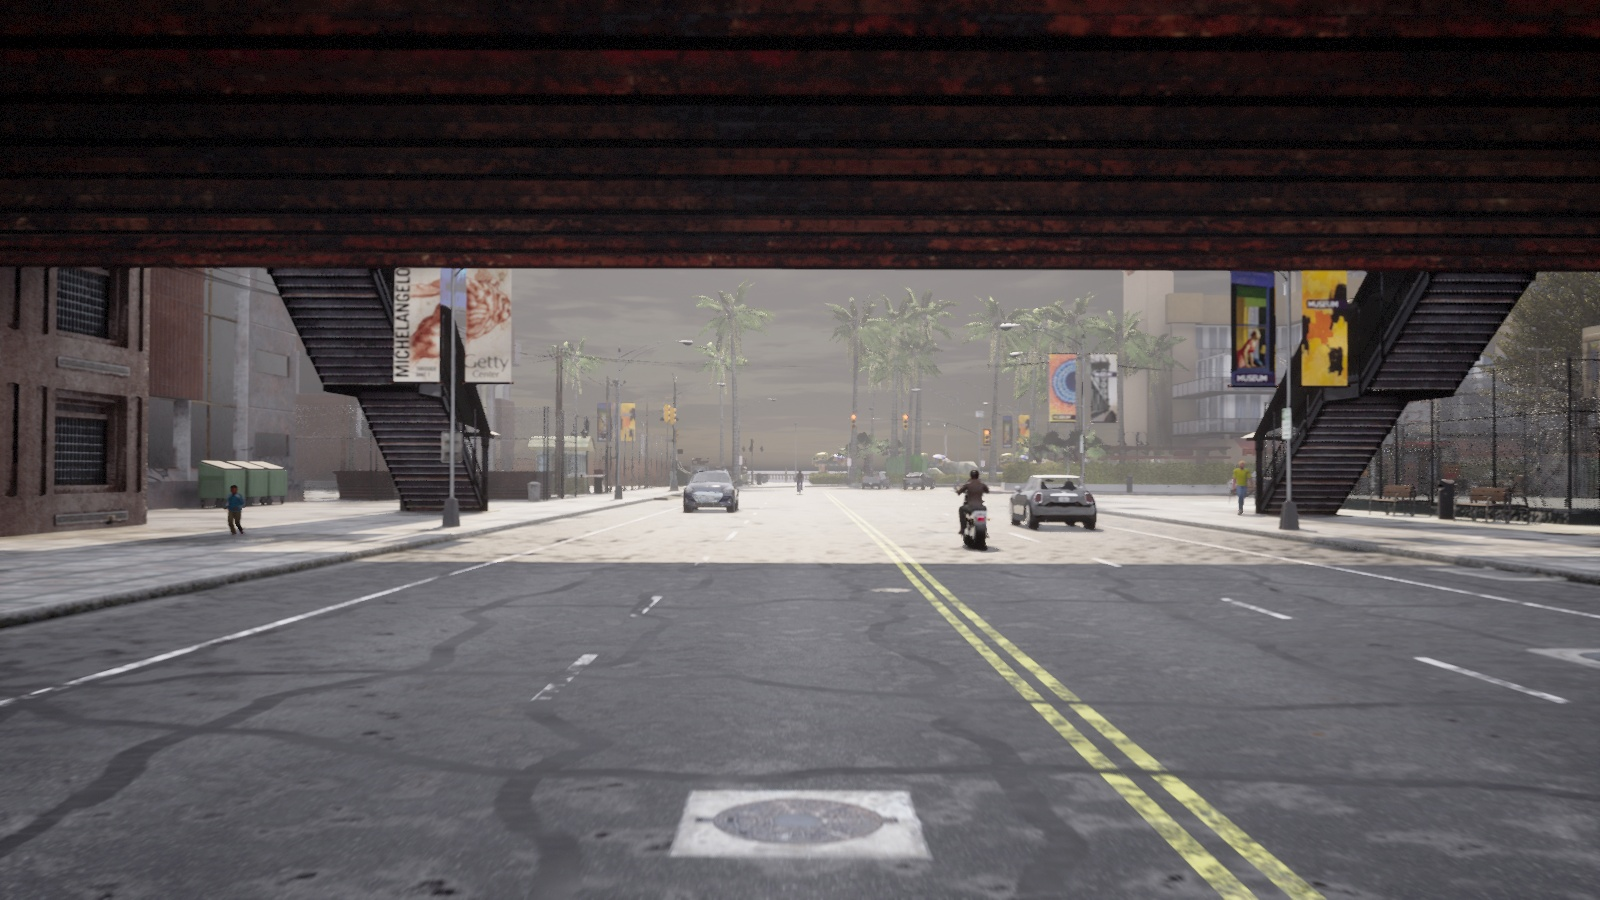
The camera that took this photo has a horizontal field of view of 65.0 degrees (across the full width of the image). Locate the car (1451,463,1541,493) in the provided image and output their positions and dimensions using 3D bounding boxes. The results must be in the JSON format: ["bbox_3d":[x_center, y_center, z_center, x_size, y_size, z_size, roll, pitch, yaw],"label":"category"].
[{"bbox_3d":[43.670,1.774,78.870,4.605,1.855,1.932,0,-1,-1],"label":"car"}]

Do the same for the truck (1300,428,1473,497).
[{"bbox_3d":[33.425,0.716,71.792,8.468,3.827,2.891,0,-1,-1],"label":"truck"}]

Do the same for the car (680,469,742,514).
[{"bbox_3d":[-3.381,1.566,48.350,2.033,1.649,4.856,0,-1,0],"label":"car"}]

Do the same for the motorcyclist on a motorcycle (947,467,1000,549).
[{"bbox_3d":[3.632,1.193,26.455,0.766,1.649,2.350,0,-1,0],"label":"motorcyclist on a motorcycle"}]

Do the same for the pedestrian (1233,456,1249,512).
[{"bbox_3d":[14.519,1.104,41.350,0.354,1.836,0.706,0,-1,7],"label":"pedestrian"}]

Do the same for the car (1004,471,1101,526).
[{"bbox_3d":[7.122,1.350,35.783,1.970,1.475,3.806,0,-1,0],"label":"car"}]

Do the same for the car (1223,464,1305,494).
[{"bbox_3d":[30.370,1.880,82.254,4.605,1.855,1.932,-1,-1,-1],"label":"car"}]

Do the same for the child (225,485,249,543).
[{"bbox_3d":[-11.848,1.341,26.430,0.343,1.192,0.448,0,-1,-5],"label":"child"}]
